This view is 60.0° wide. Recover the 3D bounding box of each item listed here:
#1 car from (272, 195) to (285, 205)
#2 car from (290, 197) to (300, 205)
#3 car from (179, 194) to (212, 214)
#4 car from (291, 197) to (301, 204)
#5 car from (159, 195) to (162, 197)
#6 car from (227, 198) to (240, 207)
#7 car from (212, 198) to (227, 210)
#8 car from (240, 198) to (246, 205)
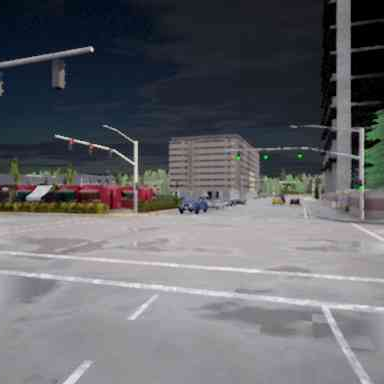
[{"bbox_3d":[17.645,1.883,68.850,1.882,1.535,5.008,0,0,18],"label":"car"},{"bbox_3d":[20.870,1.878,67.473,1.882,1.535,5.008,0,0,18],"label":"car"},{"bbox_3d":[0.256,1.444,39.018,2.150,2.045,5.566,0,0,18],"label":"car"},{"bbox_3d":[24.081,1.983,77.243,2.128,1.511,4.902,0,0,18],"label":"car"},{"bbox_3d":[-8.657,1.662,81.072,4.605,1.855,1.932,0,0,19],"label":"car"},{"bbox_3d":[6.374,1.823,57.426,2.128,1.511,4.902,0,0,19],"label":"car"},{"bbox_3d":[3.327,1.878,48.282,1.895,1.301,4.718,0,0,18],"label":"car"},{"bbox_3d":[9.764,1.938,67.442,2.033,1.411,5.357,0,0,19],"label":"car"}]
